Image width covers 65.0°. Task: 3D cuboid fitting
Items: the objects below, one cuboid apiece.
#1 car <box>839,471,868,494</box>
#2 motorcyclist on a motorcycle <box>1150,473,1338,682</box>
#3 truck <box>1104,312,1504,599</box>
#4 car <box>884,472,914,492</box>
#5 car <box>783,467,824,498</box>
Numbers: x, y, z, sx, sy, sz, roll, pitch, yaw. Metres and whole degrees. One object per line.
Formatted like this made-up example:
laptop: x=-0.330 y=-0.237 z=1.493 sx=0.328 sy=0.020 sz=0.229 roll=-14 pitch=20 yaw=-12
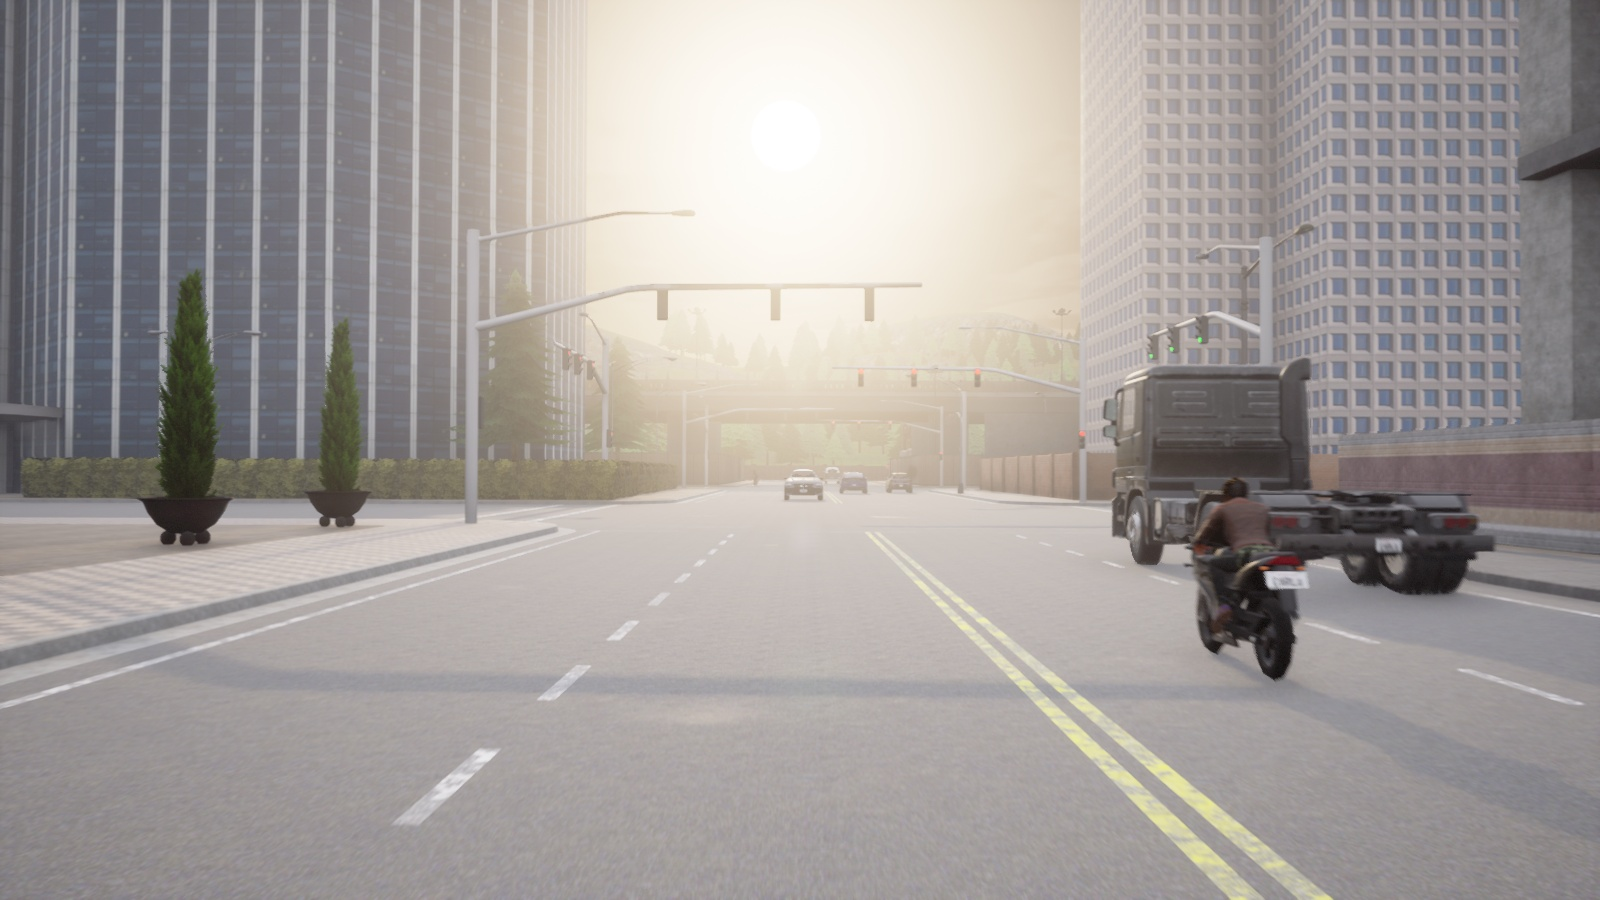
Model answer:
car: x=3.740 y=2.266 z=88.913 sx=1.882 sy=1.535 sz=5.008 roll=0 pitch=-1 yaw=0
motorcyclist on a motorcycle: x=3.536 y=0.954 z=10.221 sx=0.797 sy=1.523 sz=2.044 roll=0 pitch=-1 yaw=0
truck: x=7.055 y=0.125 z=19.161 sx=2.891 sy=3.462 sz=7.936 roll=0 pitch=-1 yaw=0
car: x=7.250 y=2.343 z=92.217 sx=1.816 sy=1.474 sz=4.193 roll=0 pitch=-1 yaw=0
car: x=0.189 y=1.749 z=69.099 sx=2.152 sy=1.651 sz=5.027 roll=0 pitch=-1 yaw=0
